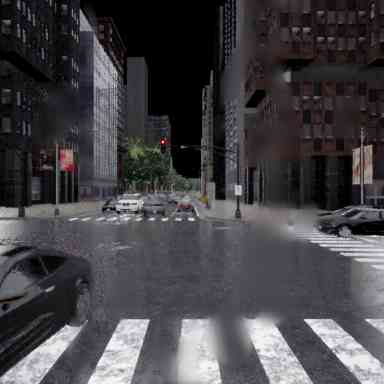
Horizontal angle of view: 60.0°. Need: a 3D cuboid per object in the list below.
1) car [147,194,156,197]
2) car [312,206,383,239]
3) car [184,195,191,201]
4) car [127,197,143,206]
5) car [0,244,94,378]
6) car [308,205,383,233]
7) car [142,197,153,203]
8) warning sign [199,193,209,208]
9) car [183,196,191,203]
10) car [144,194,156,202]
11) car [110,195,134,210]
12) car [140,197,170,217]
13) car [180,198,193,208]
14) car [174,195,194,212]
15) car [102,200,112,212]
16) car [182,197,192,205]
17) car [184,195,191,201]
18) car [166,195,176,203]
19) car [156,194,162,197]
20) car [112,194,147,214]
[{"bbox_3d":[-6.634,1.370,45.591,2.097,1.767,4.553,0,0,0],"label":"car"},{"bbox_3d":[9.326,1.634,17.706,5.008,1.535,1.882,1,0,0],"label":"car"},{"bbox_3d":[-1.171,1.564,87.827,1.967,1.590,4.097,0,0,-1],"label":"car"},{"bbox_3d":[-9.391,1.564,55.035,1.752,1.417,4.829,0,0,-1],"label":"car"},{"bbox_3d":[-2.858,1.522,4.431,1.812,1.442,4.674,0,0,6],"label":"car"},{"bbox_3d":[10.133,1.655,20.963,4.902,1.511,2.128,1,0,-1],"label":"car"},{"bbox_3d":[-9.544,1.661,71.482,1.802,1.307,4.206,0,0,-1],"label":"car"},{"bbox_3d":[1.560,1.127,42.696,1.300,1.860,1.060,0,0,-1],"label":"warning sign"},{"bbox_3d":[-1.021,1.605,71.723,1.752,1.417,4.829,0,0,-1],"label":"car"},{"bbox_3d":[-9.595,1.408,76.909,2.192,1.841,5.009,0,0,-1],"label":"car"},{"bbox_3d":[-9.292,1.330,44.354,2.192,1.841,5.009,0,0,-1],"label":"car"},{"bbox_3d":[-3.360,1.479,30.918,2.128,1.511,4.902,0,0,-4],"label":"car"},{"bbox_3d":[-0.817,1.609,49.853,1.802,1.307,4.206,0,0,-1],"label":"car"},{"bbox_3d":[-0.717,1.444,39.004,1.967,1.590,4.097,0,0,-1],"label":"car"},{"bbox_3d":[-9.241,1.570,38.927,1.947,1.339,4.313,0,0,-1],"label":"car"},{"bbox_3d":[-0.918,1.596,60.703,1.887,1.381,4.507,0,0,-1],"label":"car"},{"bbox_3d":[-1.222,1.685,93.252,1.887,1.381,4.507,0,0,-1],"label":"car"},{"bbox_3d":[-3.618,1.664,65.309,1.895,1.301,4.718,0,0,-1],"label":"car"},{"bbox_3d":[-6.717,1.392,55.792,2.097,1.767,4.553,0,0,0],"label":"car"},{"bbox_3d":[-6.545,1.219,35.566,2.150,2.045,5.566,0,0,-1],"label":"car"}]
